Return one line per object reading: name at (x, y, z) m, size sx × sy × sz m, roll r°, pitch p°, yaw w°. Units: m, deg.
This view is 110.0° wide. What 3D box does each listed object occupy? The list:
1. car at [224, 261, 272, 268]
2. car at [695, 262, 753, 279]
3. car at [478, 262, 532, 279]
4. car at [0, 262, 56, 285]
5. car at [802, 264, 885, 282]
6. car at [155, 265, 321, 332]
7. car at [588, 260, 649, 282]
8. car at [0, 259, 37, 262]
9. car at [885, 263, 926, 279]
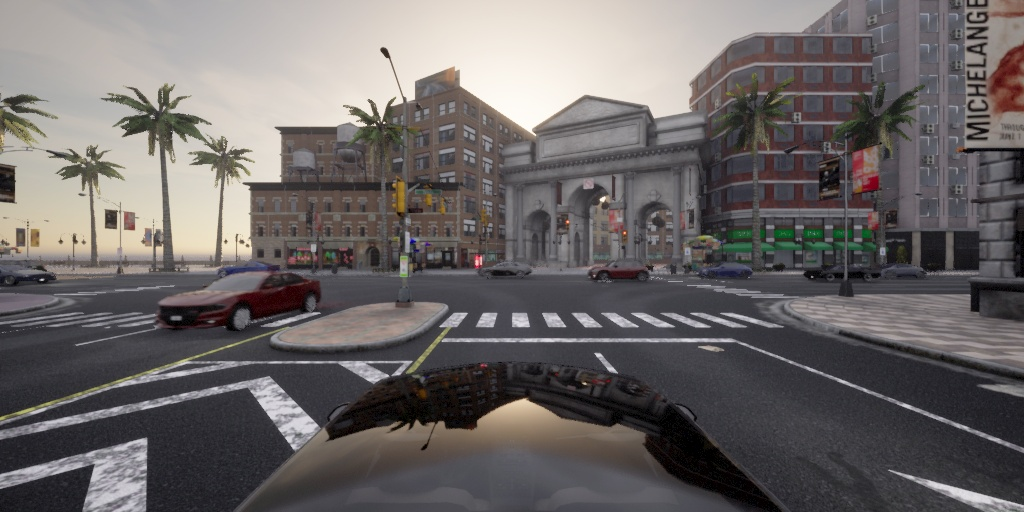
car at (-23.736, 1.227, 32.428) m, size 5.008 × 1.535 × 1.882 m, roll 0°, pitch 0°, yaw 0°
car at (18.955, 1.276, 32.101) m, size 4.674 × 1.442 × 1.812 m, roll 0°, pitch 0°, yaw 1°
car at (-0.621, 1.241, 32.254) m, size 4.902 × 1.511 × 2.128 m, roll 0°, pitch 0°, yaw 0°
car at (-35.827, 1.297, 25.325) m, size 5.357 × 1.411 × 2.033 m, roll 0°, pitch 0°, yaw 0°
car at (26.107, 1.350, 28.541) m, size 4.718 × 1.301 × 1.895 m, roll 0°, pitch 0°, yaw 1°
car at (-8.027, 1.227, 11.162) m, size 1.882 × 1.535 × 5.008 m, roll 0°, pitch 0°, yaw 2°
car at (8.386, 1.100, 28.502) m, size 4.553 × 1.767 × 2.097 m, roll 0°, pitch 0°, yaw -2°
car at (-45.596, 1.102, 32.593) m, size 4.553 × 1.767 × 2.097 m, roll 0°, pitch 0°, yaw 0°
car at (33.892, 1.314, 31.887) m, size 4.181 × 1.385 × 1.994 m, roll 0°, pitch 0°, yaw 2°
